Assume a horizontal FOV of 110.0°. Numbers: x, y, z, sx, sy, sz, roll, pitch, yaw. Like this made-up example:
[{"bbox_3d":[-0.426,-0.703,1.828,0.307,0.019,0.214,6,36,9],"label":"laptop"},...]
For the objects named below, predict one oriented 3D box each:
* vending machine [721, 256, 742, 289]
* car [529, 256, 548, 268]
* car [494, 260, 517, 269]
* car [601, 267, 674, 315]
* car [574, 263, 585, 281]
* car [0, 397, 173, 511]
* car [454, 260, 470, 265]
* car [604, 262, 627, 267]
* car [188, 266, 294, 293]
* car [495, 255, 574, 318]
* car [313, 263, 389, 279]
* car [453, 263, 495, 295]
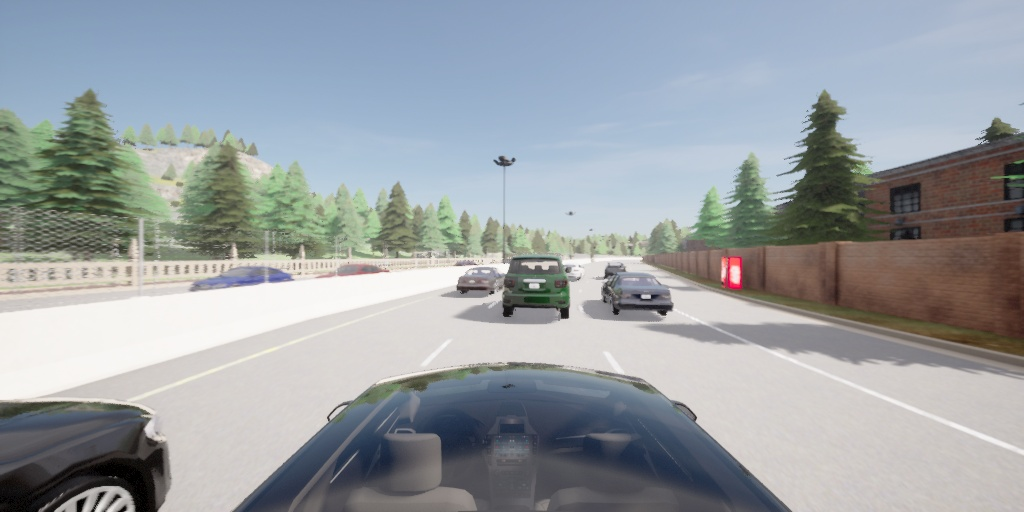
[{"bbox_3d":[13.206,1.014,21.555,1.100,2.100,0.880,0,0,15],"label":"vending machine"},{"bbox_3d":[4.913,1.013,65.089,2.150,2.045,5.566,0,0,18],"label":"car"},{"bbox_3d":[-1.032,1.307,58.121,2.033,1.411,5.357,0,0,18],"label":"car"},{"bbox_3d":[4.571,1.322,13.732,2.033,1.411,5.357,0,0,8],"label":"car"},{"bbox_3d":[5.164,1.308,30.971,1.812,1.442,4.674,0,0,17],"label":"car"},{"bbox_3d":[-3.288,1.225,0.497,2.128,1.511,4.902,0,0,-1],"label":"car"},{"bbox_3d":[-6.802,1.295,51.667,1.994,1.385,4.181,0,0,18],"label":"car"},{"bbox_3d":[9.714,1.296,33.765,2.128,1.511,4.902,0,0,17],"label":"car"},{"bbox_3d":[-12.694,1.219,17.229,1.812,1.442,4.674,0,0,9],"label":"car"},{"bbox_3d":[1.008,0.979,13.245,2.150,2.045,5.566,0,0,8],"label":"car"},{"bbox_3d":[-8.710,1.191,19.831,1.882,1.535,5.008,0,0,11],"label":"car"},{"bbox_3d":[-1.447,1.295,19.831,2.033,1.411,5.357,0,0,11],"label":"car"}]
